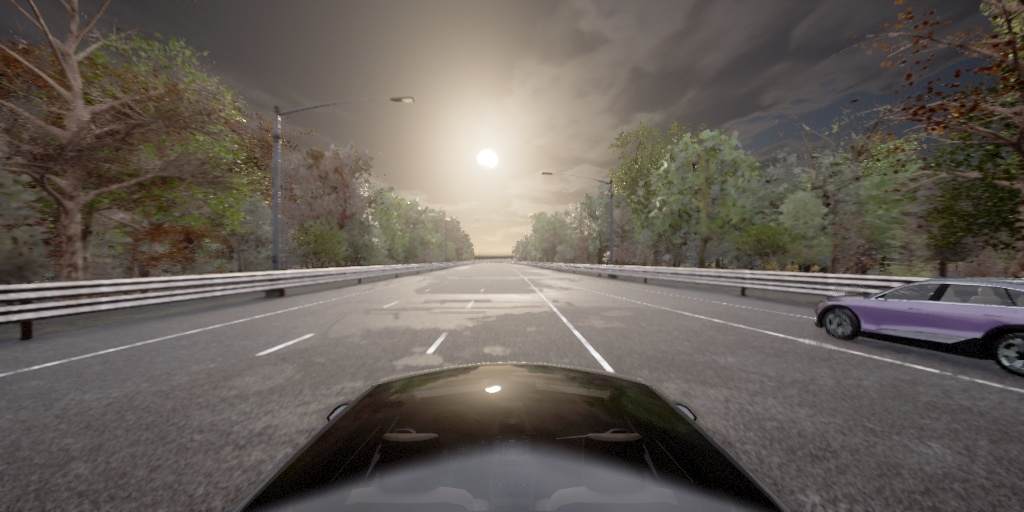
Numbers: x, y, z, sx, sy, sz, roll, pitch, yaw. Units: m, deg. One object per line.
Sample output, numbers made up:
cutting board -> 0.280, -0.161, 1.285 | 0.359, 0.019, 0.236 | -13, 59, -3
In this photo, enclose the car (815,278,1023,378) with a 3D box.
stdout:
car -> 9.246, 1.248, 7.534 | 2.033, 1.649, 4.856 | 0, 0, -10
